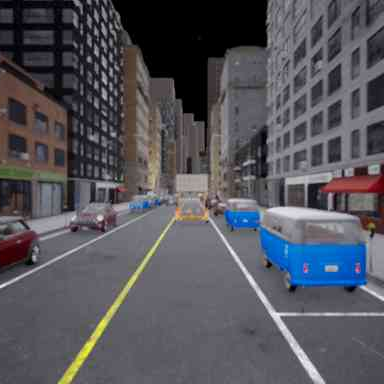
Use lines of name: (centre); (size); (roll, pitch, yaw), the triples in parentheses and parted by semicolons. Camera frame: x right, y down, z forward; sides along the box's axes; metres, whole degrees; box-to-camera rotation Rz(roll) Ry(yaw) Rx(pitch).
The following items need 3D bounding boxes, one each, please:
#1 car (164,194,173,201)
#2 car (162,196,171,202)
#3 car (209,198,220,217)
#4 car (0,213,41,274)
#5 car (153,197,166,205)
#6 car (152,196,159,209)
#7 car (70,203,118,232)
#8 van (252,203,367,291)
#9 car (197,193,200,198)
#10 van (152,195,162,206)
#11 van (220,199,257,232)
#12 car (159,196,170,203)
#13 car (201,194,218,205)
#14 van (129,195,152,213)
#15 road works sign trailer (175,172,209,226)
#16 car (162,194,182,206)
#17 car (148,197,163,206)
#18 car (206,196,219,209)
car: (-5.681, 1.321, 80.168); (1.967, 1.590, 4.097); (0, 0, 0)
car: (-5.680, 1.469, 74.666); (1.802, 1.307, 4.206); (0, 0, 0)
car: (2.852, 1.531, 30.657); (1.802, 1.307, 4.206); (0, 0, 0)
car: (-5.671, 1.426, 8.650); (1.967, 1.590, 4.097); (0, 0, 0)
car: (-5.677, 1.490, 58.163); (1.802, 1.307, 4.206); (0, 0, 0)
car: (-5.675, 1.482, 41.658); (2.008, 1.369, 4.403); (0, 0, 0)
car: (-5.672, 1.407, 19.653); (1.967, 1.590, 4.097); (0, 0, 0)
van: (2.854, 1.327, 8.651); (1.690, 1.788, 3.998); (0, 0, 0)
car: (2.844, 1.447, 80.169); (1.947, 1.339, 4.313); (0, 0, 0)
van: (-5.676, 1.264, 47.159); (1.690, 1.788, 3.998); (0, 0, 0)
van: (2.853, 1.308, 19.654); (1.690, 1.788, 3.998); (0, 0, 0)
car: (-5.679, 1.460, 69.165); (1.947, 1.339, 4.313); (0, 0, 0)
car: (2.849, 1.238, 47.160); (2.192, 1.841, 5.009); (0, 0, 0)
van: (-5.675, 1.281, 36.158); (1.690, 1.788, 3.998); (0, 0, 0)
road works sign trailer: (-0.003, 0.426, 23.330); (2.380, 3.560, 2.880); (0, 0, 0)
car: (-3.072, 1.409, 51.265); (2.128, 1.511, 4.902); (0, 0, 0)
car: (-5.677, 1.481, 52.661); (1.947, 1.339, 4.313); (0, 0, 0)
car: (2.851, 1.513, 41.659); (1.802, 1.307, 4.206); (0, 0, 0)
